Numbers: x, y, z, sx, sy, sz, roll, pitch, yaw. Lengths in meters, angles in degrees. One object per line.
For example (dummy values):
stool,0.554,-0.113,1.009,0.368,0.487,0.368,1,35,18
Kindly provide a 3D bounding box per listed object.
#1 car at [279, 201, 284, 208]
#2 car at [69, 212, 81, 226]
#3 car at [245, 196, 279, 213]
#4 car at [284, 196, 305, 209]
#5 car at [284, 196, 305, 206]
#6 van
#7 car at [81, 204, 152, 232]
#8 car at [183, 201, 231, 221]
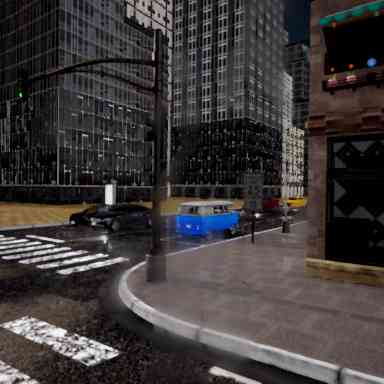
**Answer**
car,10.165,1.288,44.363,1.967,1.590,4.097,1,1,36
car,-5.909,1.462,21.851,1.947,1.339,4.313,1,1,36
car,7.131,1.254,35.637,2.097,1.767,4.553,1,1,36
car,13.702,1.363,44.760,1.882,1.535,5.008,1,1,36
car,16.495,1.359,53.232,1.752,1.417,4.829,1,1,36
van,0.915,1.366,16.979,1.690,1.788,3.998,1,1,36
car,-3.971,1.462,20.102,1.812,1.442,4.674,1,1,37
car,1.301,1.483,27.502,1.994,1.385,4.181,1,1,35
